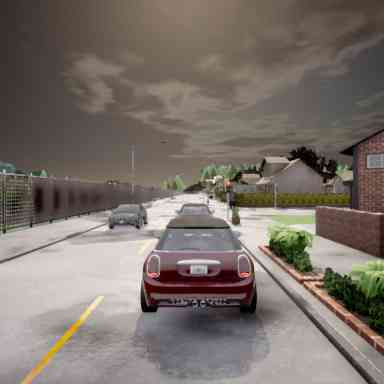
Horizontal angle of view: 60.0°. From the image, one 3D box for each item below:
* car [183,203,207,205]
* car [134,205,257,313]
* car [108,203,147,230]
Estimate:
[{"bbox_3d":[0.152,1.352,17.538,2.097,1.767,4.553,0,0,0],"label":"car"},{"bbox_3d":[0.120,1.352,7.840,2.097,1.767,4.553,0,0,0],"label":"car"},{"bbox_3d":[-3.967,1.507,21.272,1.837,1.490,4.892,0,-1,1],"label":"car"}]
